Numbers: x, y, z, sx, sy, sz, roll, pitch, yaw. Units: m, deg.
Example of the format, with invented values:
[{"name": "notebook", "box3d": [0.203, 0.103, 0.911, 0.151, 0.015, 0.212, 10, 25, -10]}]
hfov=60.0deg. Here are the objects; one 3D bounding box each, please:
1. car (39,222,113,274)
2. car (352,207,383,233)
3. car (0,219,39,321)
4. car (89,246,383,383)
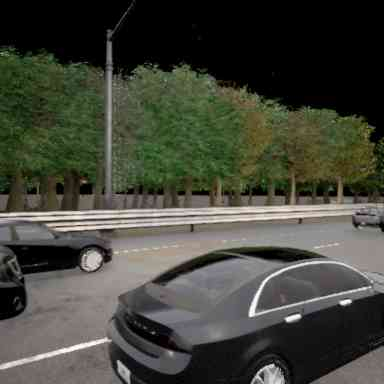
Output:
[{"name": "car", "box3d": [-4.630, 1.488, 9.043, 5.008, 1.535, 1.882, 1, 0, -36]}, {"name": "car", "box3d": [12.026, 1.668, 20.931, 4.902, 1.511, 2.128, 1, 0, -35]}, {"name": "car", "box3d": [-5.250, 1.205, 4.300, 5.566, 2.045, 2.150, 1, 0, -36]}, {"name": "car", "box3d": [1.308, 1.534, 4.679, 4.892, 1.490, 1.837, 1, 0, -36]}]
